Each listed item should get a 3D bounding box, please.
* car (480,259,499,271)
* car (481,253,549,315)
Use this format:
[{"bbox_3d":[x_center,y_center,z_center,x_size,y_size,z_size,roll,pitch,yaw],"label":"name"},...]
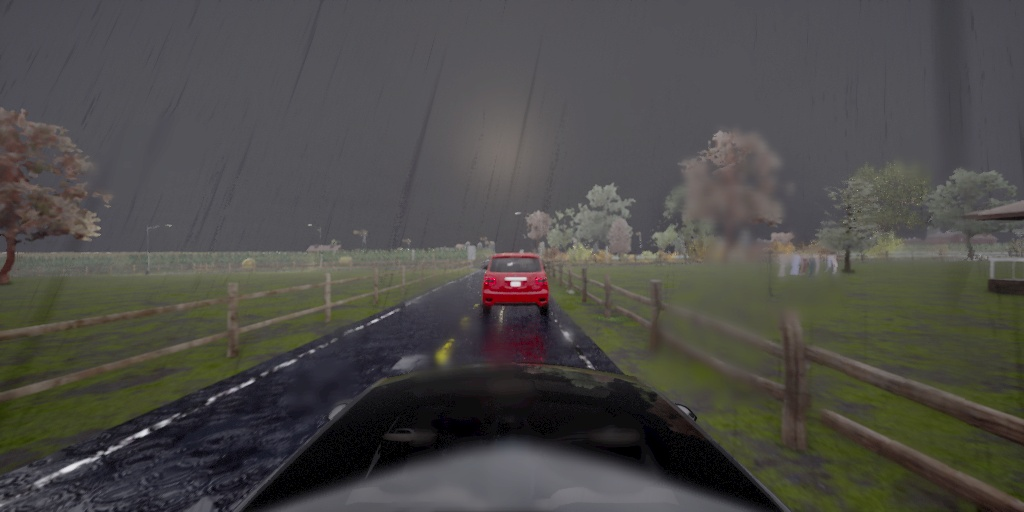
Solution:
[{"bbox_3d":[-2.701,1.122,44.343,1.994,1.385,4.181,0,0,1],"label":"car"},{"bbox_3d":[0.116,0.915,13.454,2.150,2.045,5.566,0,0,0],"label":"car"}]
